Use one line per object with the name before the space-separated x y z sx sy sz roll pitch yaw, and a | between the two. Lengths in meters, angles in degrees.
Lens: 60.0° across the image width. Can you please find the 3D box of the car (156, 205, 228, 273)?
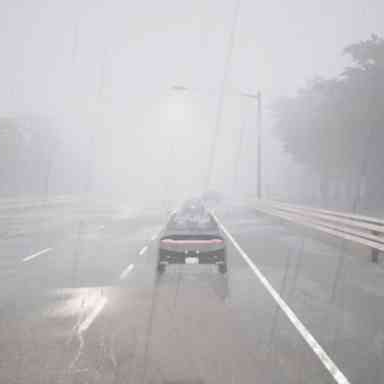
car | 0.000 1.371 10.244 2.128 1.511 4.902 0 1 0

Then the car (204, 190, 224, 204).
car | 3.147 0.672 48.650 2.150 2.045 5.566 0 0 16

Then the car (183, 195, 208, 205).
car | 0.186 1.217 29.919 1.994 1.385 4.181 0 1 3
